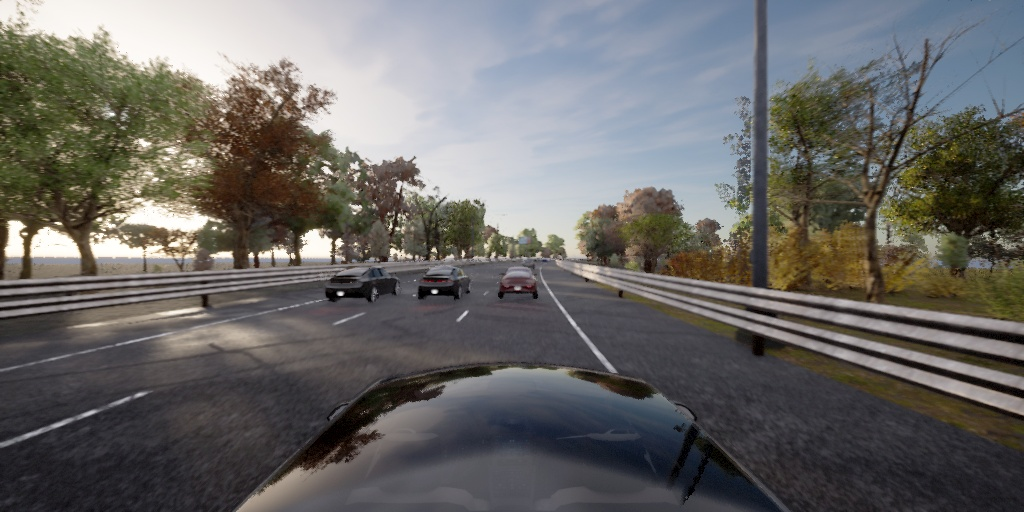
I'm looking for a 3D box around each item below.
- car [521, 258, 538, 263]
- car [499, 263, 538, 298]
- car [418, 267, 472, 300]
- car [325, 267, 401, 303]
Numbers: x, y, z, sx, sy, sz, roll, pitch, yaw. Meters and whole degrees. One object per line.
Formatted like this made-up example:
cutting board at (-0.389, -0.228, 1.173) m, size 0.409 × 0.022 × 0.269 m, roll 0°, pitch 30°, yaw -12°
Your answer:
car at (2.569, 1.308, 55.240) m, size 2.128 × 1.511 × 4.902 m, roll 0°, pitch 0°, yaw 5°
car at (0.351, 1.291, 18.565) m, size 1.812 × 1.442 × 4.674 m, roll 0°, pitch 0°, yaw 2°
car at (-3.191, 1.258, 17.618) m, size 1.837 × 1.490 × 4.892 m, roll 0°, pitch 0°, yaw 2°
car at (-6.727, 1.244, 16.668) m, size 1.837 × 1.490 × 4.892 m, roll 0°, pitch 0°, yaw 2°
